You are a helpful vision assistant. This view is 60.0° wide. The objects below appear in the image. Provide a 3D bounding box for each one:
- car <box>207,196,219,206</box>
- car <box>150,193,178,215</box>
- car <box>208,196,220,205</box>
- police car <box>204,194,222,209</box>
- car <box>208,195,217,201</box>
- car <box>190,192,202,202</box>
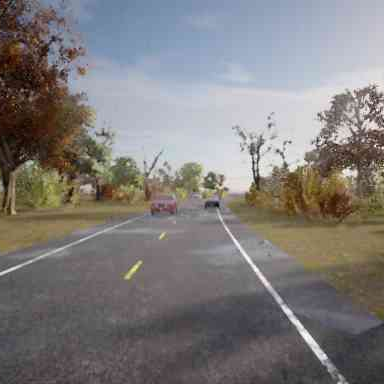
[{"bbox_3d":[3.447,1.437,53.928,1.882,1.535,5.008,0,0,5],"label":"car"},{"bbox_3d":[-2.673,1.169,32.987,2.150,2.045,5.566,0,0,3],"label":"car"},{"bbox_3d":[3.999,1.444,59.877,1.882,1.535,5.008,0,0,6],"label":"car"},{"bbox_3d":[2.662,1.379,44.114,1.930,1.638,5.238,0,0,4],"label":"police car"},{"bbox_3d":[4.908,1.382,77.901,1.812,1.442,4.674,0,0,7],"label":"car"},{"bbox_3d":[0.873,1.049,73.281,2.150,2.045,5.566,0,0,7],"label":"car"}]
